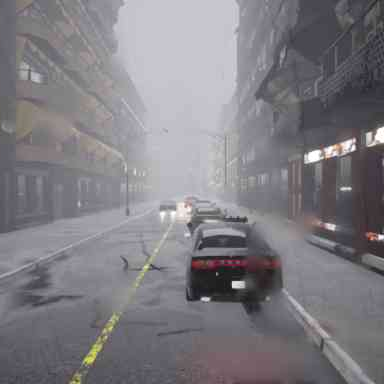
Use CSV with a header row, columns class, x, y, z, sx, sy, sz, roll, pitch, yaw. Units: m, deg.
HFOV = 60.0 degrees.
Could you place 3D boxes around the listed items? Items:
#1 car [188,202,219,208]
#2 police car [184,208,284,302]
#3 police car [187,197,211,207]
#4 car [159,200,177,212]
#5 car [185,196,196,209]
class,x,y,z,sx,sy,sz,roll,pitch,yaw
car,0.825,1.509,18.327,1.837,1.490,4.892,0,0,0
police car,0.825,1.426,8.436,1.930,1.638,5.238,0,0,0
police car,0.825,1.431,24.436,1.930,1.638,5.238,0,0,0
car,-2.749,1.581,39.102,1.994,1.385,4.181,0,0,0
car,0.034,1.377,47.121,2.097,1.767,4.553,0,0,0
